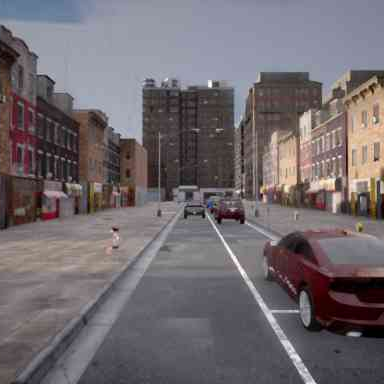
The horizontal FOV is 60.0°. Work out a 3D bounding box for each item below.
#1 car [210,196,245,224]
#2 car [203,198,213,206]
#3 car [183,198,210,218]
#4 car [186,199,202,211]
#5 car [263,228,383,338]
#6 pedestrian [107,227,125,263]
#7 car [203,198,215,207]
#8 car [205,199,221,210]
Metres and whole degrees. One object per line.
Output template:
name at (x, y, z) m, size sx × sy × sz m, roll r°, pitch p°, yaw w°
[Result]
car at (2.796, 1.367, 25.211) m, size 2.192 × 1.841 × 5.009 m, roll 1°, pitch 0°, yaw 0°
car at (3.000, 1.840, 63.277) m, size 1.802 × 1.307 × 4.206 m, roll 1°, pitch 0°, yaw 0°
car at (0.243, 1.564, 30.689) m, size 2.128 × 1.511 × 4.902 m, roll 0°, pitch 0°, yaw 1°
car at (0.289, 1.683, 44.060) m, size 2.033 × 1.411 × 5.357 m, roll 0°, pitch 0°, yaw 1°
car at (2.786, 1.486, 6.866) m, size 1.882 × 1.535 × 5.008 m, roll 0°, pitch 0°, yaw 0°
pedestrian at (-2.264, 1.535, 9.917) m, size 0.500 × 1.100 × 0.500 m, roll 1°, pitch -1°, yaw 0°
car at (2.970, 1.803, 57.838) m, size 1.802 × 1.307 × 4.206 m, roll 1°, pitch 0°, yaw 0°
car at (2.911, 1.697, 46.962) m, size 1.887 × 1.381 × 4.507 m, roll 1°, pitch 0°, yaw 0°
